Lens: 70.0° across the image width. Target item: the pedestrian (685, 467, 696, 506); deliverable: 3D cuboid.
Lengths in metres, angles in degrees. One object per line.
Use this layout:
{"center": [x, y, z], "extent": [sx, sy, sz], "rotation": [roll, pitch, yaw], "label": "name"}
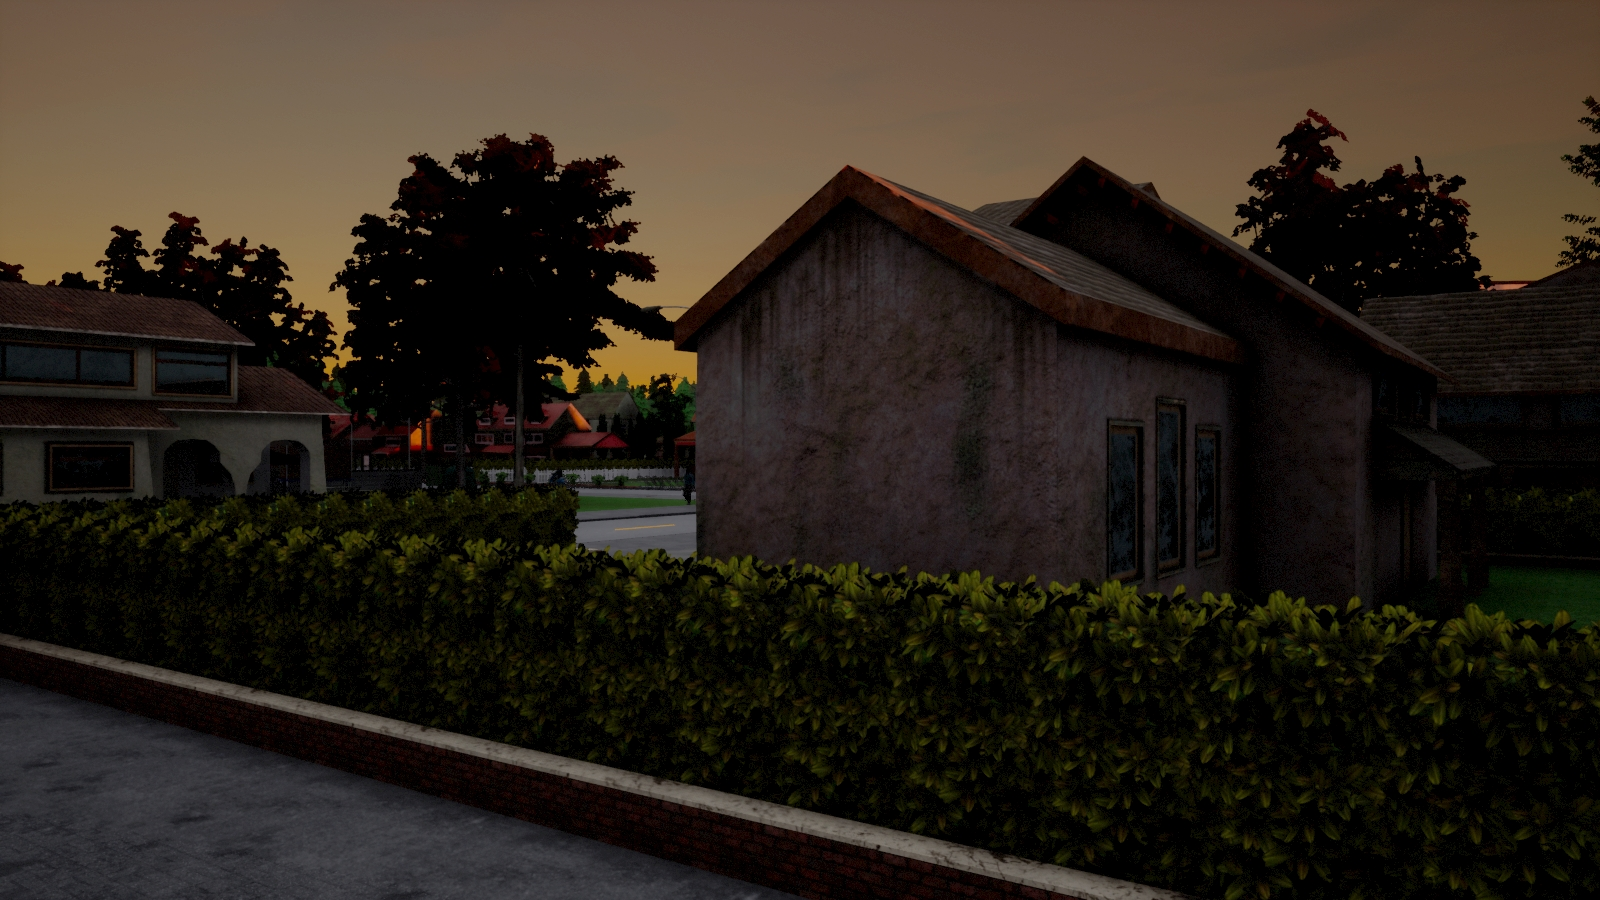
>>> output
{"center": [-5.200, 1.733, 54.104], "extent": [0.375, 1.860, 0.375], "rotation": [0, 0, 31], "label": "pedestrian"}
